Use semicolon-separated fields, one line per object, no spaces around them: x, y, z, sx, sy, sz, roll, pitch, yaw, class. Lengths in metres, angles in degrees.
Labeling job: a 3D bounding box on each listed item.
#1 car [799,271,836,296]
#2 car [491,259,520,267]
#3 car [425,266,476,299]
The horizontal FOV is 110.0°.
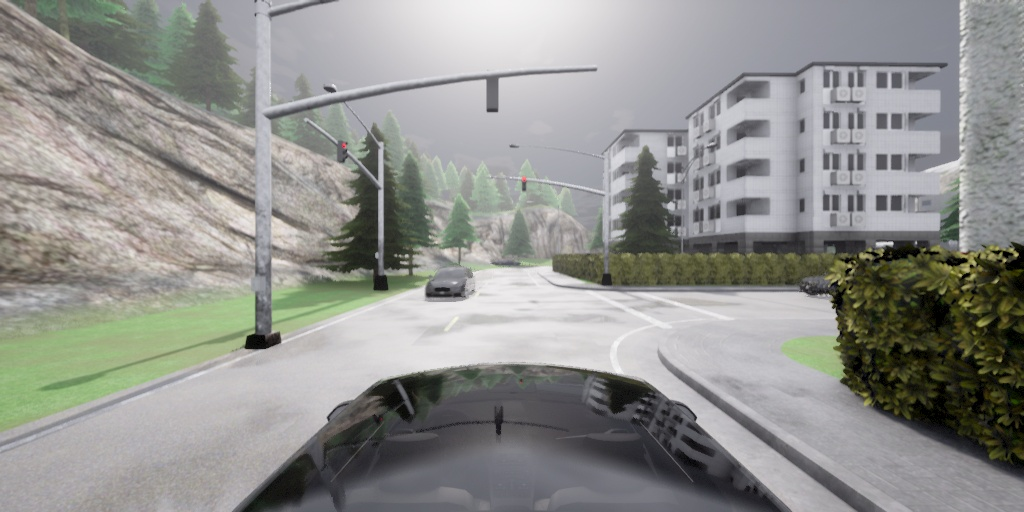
16.240;1.212;16.791;4.892;1.490;1.837;0;0;-1;car
-1.065;1.121;58.266;4.718;1.301;1.895;1;3;-36;car
-2.941;1.278;17.985;1.837;1.490;4.892;0;2;2;car
